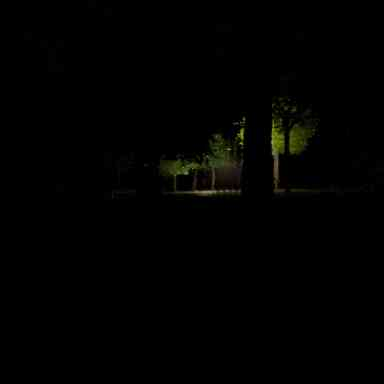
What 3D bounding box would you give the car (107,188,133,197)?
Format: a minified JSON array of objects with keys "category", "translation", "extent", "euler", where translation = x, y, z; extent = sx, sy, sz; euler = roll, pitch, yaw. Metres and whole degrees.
[{"category":"car","translation":[-13.035,0.015,60.356],"extent":[1.882,1.535,5.008],"euler":[-1,2,38]}]
